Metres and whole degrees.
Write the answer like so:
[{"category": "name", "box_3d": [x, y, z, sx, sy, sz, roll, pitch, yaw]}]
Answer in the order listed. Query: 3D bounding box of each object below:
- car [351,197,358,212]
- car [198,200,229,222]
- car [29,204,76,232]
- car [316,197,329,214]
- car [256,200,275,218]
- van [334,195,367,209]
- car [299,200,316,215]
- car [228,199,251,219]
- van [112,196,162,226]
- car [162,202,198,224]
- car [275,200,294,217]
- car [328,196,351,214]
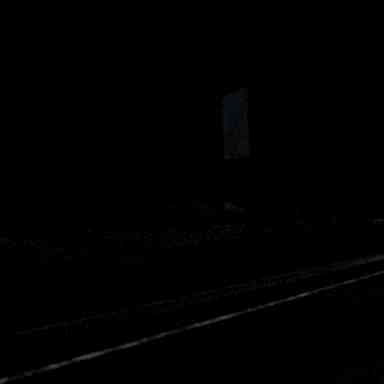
[{"category": "car", "box_3d": [16.135, 1.579, 38.259, 2.163, 1.488, 4.792, 0, 0, -36]}, {"category": "car", "box_3d": [0.346, 1.510, 26.938, 2.097, 1.535, 5.008, 0, 0, -36]}, {"category": "car", "box_3d": [-8.674, 1.522, 20.465, 2.163, 1.488, 4.792, 0, 0, -36]}, {"category": "car", "box_3d": [11.617, 1.566, 35.031, 2.163, 1.488, 4.792, 0, 0, -36]}, {"category": "car", "box_3d": [4.842, 1.394, 30.194, 2.185, 1.767, 4.553, 0, 0, -36]}, {"category": "van", "box_3d": [18.477, 1.330, 39.752, 1.878, 1.987, 4.442, 0, 0, -36]}, {"category": "car", "box_3d": [9.380, 1.532, 33.390, 2.231, 1.521, 4.892, 0, 0, -36]}, {"category": "car", "box_3d": [2.603, 1.555, 28.553, 2.002, 1.452, 4.674, 0, 0, -36]}, {"category": "van", "box_3d": [-4.242, 1.275, 23.810, 1.878, 1.987, 4.442, 0, 0, -36]}, {"category": "car", "box_3d": [-1.915, 1.546, 25.325, 2.002, 1.452, 4.674, 0, 0, -36]}, {"category": "car", "box_3d": [7.115, 1.525, 31.787, 2.097, 1.535, 5.008, 0, 0, -36]}, {"category": "car", "box_3d": [14.000, 1.540, 36.469, 1.946, 1.575, 5.366, 0, 0, -36]}]
